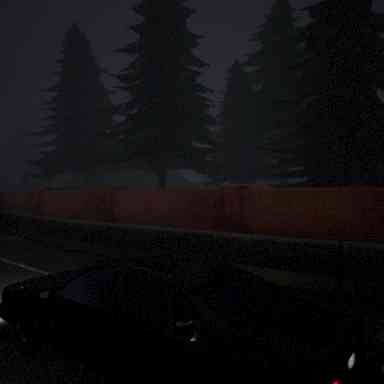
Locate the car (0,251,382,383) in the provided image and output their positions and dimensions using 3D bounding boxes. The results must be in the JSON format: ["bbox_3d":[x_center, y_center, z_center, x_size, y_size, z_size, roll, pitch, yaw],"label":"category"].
[{"bbox_3d":[-0.563,1.561,4.503,5.357,1.411,2.033,0,0,37],"label":"car"}]
